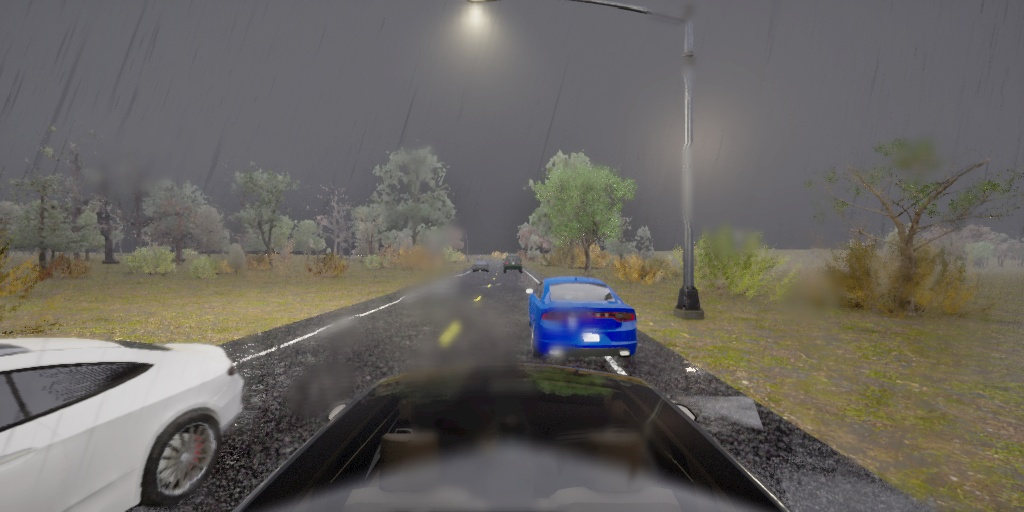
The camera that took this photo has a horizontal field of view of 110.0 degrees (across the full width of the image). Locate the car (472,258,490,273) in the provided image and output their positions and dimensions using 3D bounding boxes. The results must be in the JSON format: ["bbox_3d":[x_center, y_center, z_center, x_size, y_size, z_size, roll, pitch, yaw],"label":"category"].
[{"bbox_3d":[-3.599,1.264,42.153,2.033,1.411,5.357,0,0,-2],"label":"car"}]

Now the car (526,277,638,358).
[{"bbox_3d":[1.384,1.226,8.520,1.882,1.535,5.008,0,0,1],"label":"car"}]

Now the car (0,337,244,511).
[{"bbox_3d":[-3.580,1.276,1.680,1.812,1.442,4.674,0,0,1],"label":"car"}]

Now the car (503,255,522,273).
[{"bbox_3d":[0.062,0.938,43.442,2.150,2.045,5.566,0,0,-1],"label":"car"}]
